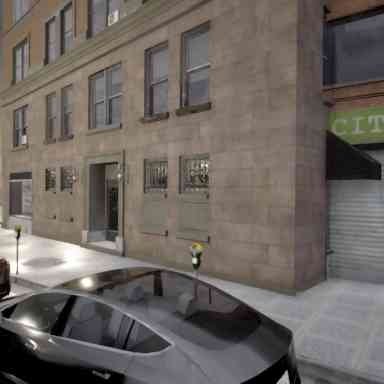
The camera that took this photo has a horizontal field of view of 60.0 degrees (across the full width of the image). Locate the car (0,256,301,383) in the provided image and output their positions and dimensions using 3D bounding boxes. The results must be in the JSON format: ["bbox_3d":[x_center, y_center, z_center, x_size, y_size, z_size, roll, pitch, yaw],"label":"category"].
[{"bbox_3d":[-1.000,1.565,3.786,4.313,1.339,1.947,0,1,35],"label":"car"}]
